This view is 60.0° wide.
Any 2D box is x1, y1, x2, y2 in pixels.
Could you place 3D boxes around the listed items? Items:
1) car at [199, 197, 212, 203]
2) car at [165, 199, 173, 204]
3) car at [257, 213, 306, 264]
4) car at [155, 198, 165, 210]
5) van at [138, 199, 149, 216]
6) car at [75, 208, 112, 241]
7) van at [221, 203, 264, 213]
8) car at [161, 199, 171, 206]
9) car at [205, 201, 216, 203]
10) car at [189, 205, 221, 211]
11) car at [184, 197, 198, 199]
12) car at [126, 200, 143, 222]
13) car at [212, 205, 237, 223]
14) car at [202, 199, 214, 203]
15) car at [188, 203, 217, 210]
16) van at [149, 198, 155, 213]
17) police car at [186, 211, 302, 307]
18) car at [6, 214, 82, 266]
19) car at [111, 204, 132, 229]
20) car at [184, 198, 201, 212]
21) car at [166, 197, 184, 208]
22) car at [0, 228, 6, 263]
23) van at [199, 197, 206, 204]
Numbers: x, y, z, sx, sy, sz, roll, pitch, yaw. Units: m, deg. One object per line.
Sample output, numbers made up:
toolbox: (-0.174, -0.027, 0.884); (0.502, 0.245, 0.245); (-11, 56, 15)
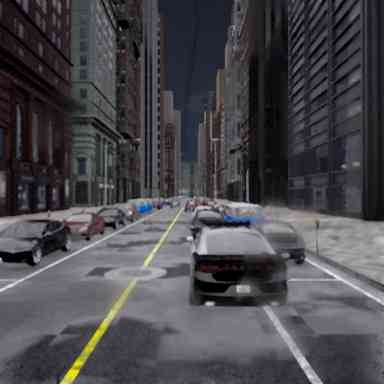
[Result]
car: (2.695, 1.902, 57.159); (2.192, 1.841, 5.009); (0, -1, 0)
car: (-5.862, 2.467, 85.313); (1.947, 1.339, 4.313); (0, -1, 0)
car: (2.748, 1.669, 12.069); (2.008, 1.369, 4.403); (0, -1, 0)
car: (-5.823, 1.841, 51.498); (2.192, 1.841, 5.009); (0, -1, 0)
van: (-5.804, 1.688, 34.590); (1.690, 1.788, 3.998); (0, -1, 0)
car: (-5.784, 1.756, 17.678); (1.802, 1.307, 4.206); (0, -1, 0)
van: (2.741, 1.515, 17.707); (1.690, 1.788, 3.998); (0, -1, 0)
car: (-5.849, 2.318, 74.041); (1.887, 1.381, 4.507); (0, -1, 0)
car: (2.722, 1.898, 34.613); (2.008, 1.369, 4.403); (0, -1, 0)
car: (0.880, 1.686, 18.253); (1.837, 1.490, 4.892); (0, -1, 0)
car: (-0.066, 2.107, 58.524); (1.837, 1.490, 4.892); (0, -1, 0)
car: (-5.797, 1.729, 28.953); (1.967, 1.590, 4.097); (0, -1, 0)
car: (2.728, 1.871, 28.977); (1.802, 1.307, 4.206); (0, -1, 0)
car: (2.709, 2.011, 45.885); (1.887, 1.381, 4.507); (0, -1, 0)
car: (0.822, 1.767, 24.250); (1.812, 1.442, 4.674); (0, -1, 0)
van: (-5.810, 1.748, 40.226); (1.690, 1.788, 3.998); (0, -1, 0)
police car: (0.891, 1.507, 8.364); (1.930, 1.638, 5.238); (0, -1, 0)
car: (-5.777, 1.684, 12.042); (1.947, 1.339, 4.313); (0, -1, 0)
car: (-5.790, 1.797, 23.315); (1.947, 1.339, 4.313); (0, -1, 0)
car: (-0.032, 1.990, 45.696); (1.812, 1.442, 4.674); (0, -1, 0)
car: (-3.069, 2.115, 60.566); (2.128, 1.511, 4.902); (0, -1, 0)
car: (-5.770, 1.587, 6.236); (1.752, 1.417, 4.829); (0, -1, 0)
van: (2.663, 2.242, 85.338); (1.690, 1.788, 3.998); (0, -1, 0)
